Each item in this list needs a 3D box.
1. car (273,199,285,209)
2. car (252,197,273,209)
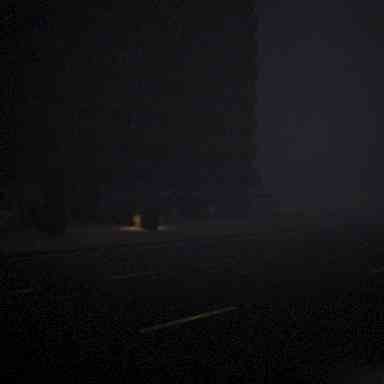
[{"bbox_3d":[12.802,1.826,53.614,2.097,1.767,4.553,1,0,-34],"label":"car"},{"bbox_3d":[9.500,1.662,52.298,2.150,2.045,5.566,1,-1,-35],"label":"car"}]
